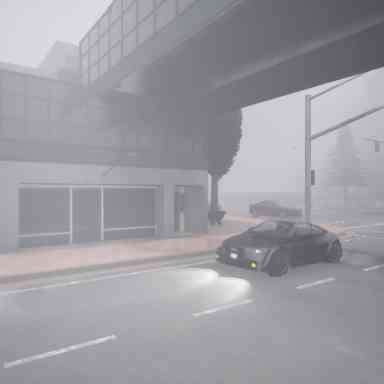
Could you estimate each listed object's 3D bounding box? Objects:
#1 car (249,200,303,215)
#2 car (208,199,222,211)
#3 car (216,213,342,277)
[{"bbox_3d":[7.144,1.478,28.707,1.882,1.535,5.008,0,0,-36],"label":"car"},{"bbox_3d":[1.274,1.478,36.861,1.882,1.535,5.008,0,0,-36],"label":"car"},{"bbox_3d":[2.767,1.564,10.278,4.181,1.385,1.994,0,0,-36],"label":"car"}]
